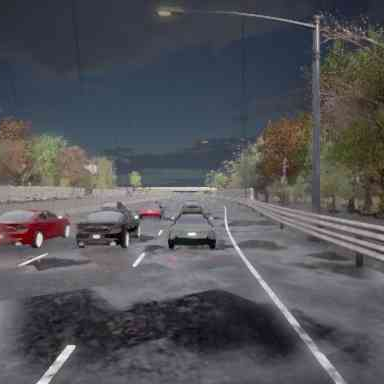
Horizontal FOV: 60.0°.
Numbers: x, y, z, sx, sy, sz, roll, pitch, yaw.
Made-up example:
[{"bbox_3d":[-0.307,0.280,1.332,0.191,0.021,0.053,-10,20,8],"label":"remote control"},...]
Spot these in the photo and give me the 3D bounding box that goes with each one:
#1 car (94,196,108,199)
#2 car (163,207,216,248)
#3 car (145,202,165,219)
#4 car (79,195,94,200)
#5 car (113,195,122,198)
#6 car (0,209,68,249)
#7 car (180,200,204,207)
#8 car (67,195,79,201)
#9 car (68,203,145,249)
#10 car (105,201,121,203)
[{"bbox_3d":[-21.000,1.583,78.869,1.812,1.442,4.674,0,0,0],"label":"car"},{"bbox_3d":[0.000,1.572,14.651,1.994,1.385,4.181,0,0,0],"label":"car"},{"bbox_3d":[-3.500,1.582,29.651,1.994,1.385,4.181,0,0,0],"label":"car"},{"bbox_3d":[-24.500,1.558,78.868,1.837,1.490,4.892,0,0,0],"label":"car"},{"bbox_3d":[-17.500,1.559,78.868,1.837,1.490,4.892,0,0,0],"label":"car"},{"bbox_3d":[-7.000,1.484,14.651,1.882,1.535,5.008,0,0,0],"label":"car"},{"bbox_3d":[0.000,1.526,29.651,1.837,1.490,4.892,0,0,0],"label":"car"},{"bbox_3d":[-28.000,1.414,78.899,2.097,1.767,4.553,0,0,0],"label":"car"},{"bbox_3d":[-3.500,1.485,14.651,1.882,1.535,5.008,0,0,0],"label":"car"},{"bbox_3d":[-7.000,1.542,29.651,1.812,1.442,4.674,0,0,0],"label":"car"}]
